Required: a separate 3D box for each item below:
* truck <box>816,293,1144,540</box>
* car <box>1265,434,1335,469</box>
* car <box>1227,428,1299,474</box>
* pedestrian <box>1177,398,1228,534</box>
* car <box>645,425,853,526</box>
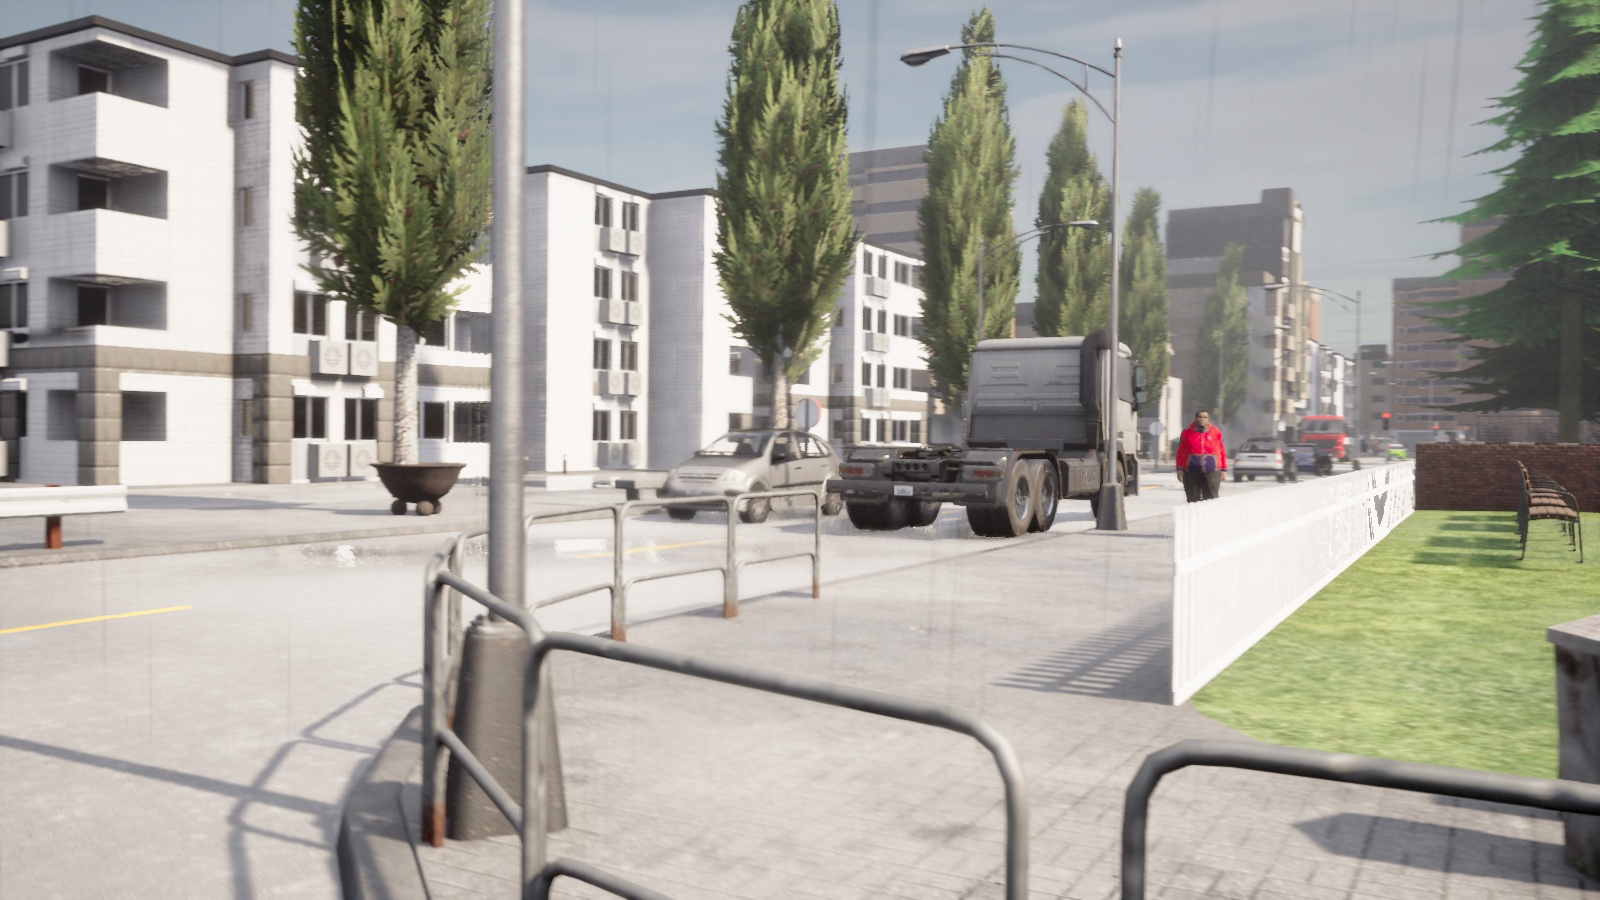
[{"bbox_3d":[3.478,-0.514,21.763,2.891,3.462,7.936,0,1,30],"label":"truck"},{"bbox_3d":[21.555,0.034,54.015,2.033,1.411,5.357,0,1,30],"label":"car"},{"bbox_3d":[16.844,0.011,45.568,1.851,1.617,3.988,0,1,29],"label":"car"},{"bbox_3d":[5.592,0.210,17.473,0.634,1.844,0.899,0,1,16],"label":"pedestrian"},{"bbox_3d":[-0.799,0.389,22.297,1.851,1.617,3.988,0,1,29],"label":"car"}]
